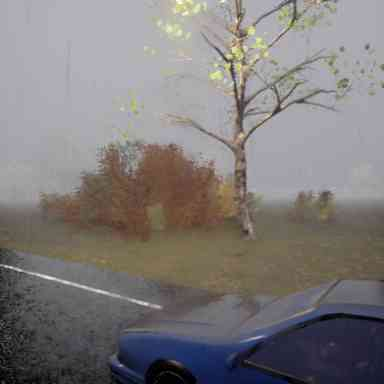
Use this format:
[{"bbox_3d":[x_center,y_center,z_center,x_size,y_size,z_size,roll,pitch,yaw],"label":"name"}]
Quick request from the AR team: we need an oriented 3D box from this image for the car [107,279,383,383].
[{"bbox_3d":[1.694,1.549,2.794,5.357,1.411,2.033,0,0,36],"label":"car"}]
